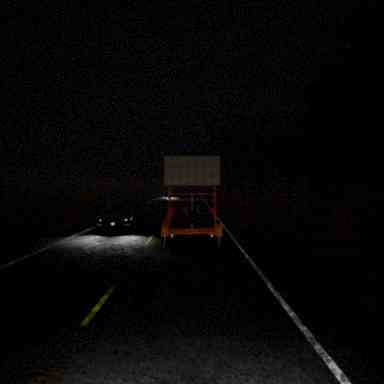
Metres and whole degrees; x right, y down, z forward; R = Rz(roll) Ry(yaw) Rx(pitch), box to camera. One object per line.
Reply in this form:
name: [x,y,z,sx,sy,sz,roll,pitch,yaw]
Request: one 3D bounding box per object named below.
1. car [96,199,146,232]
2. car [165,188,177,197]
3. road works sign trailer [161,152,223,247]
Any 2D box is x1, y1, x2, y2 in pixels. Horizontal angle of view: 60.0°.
car: [-3.600,1.156,17.518,1.837,1.490,4.892,0,1,0]
car: [-3.554,0.053,58.041,2.128,1.511,4.902,0,2,1]
road works sign trailer: [0.011,0.201,13.492,2.380,3.560,2.880,0,1,1]
